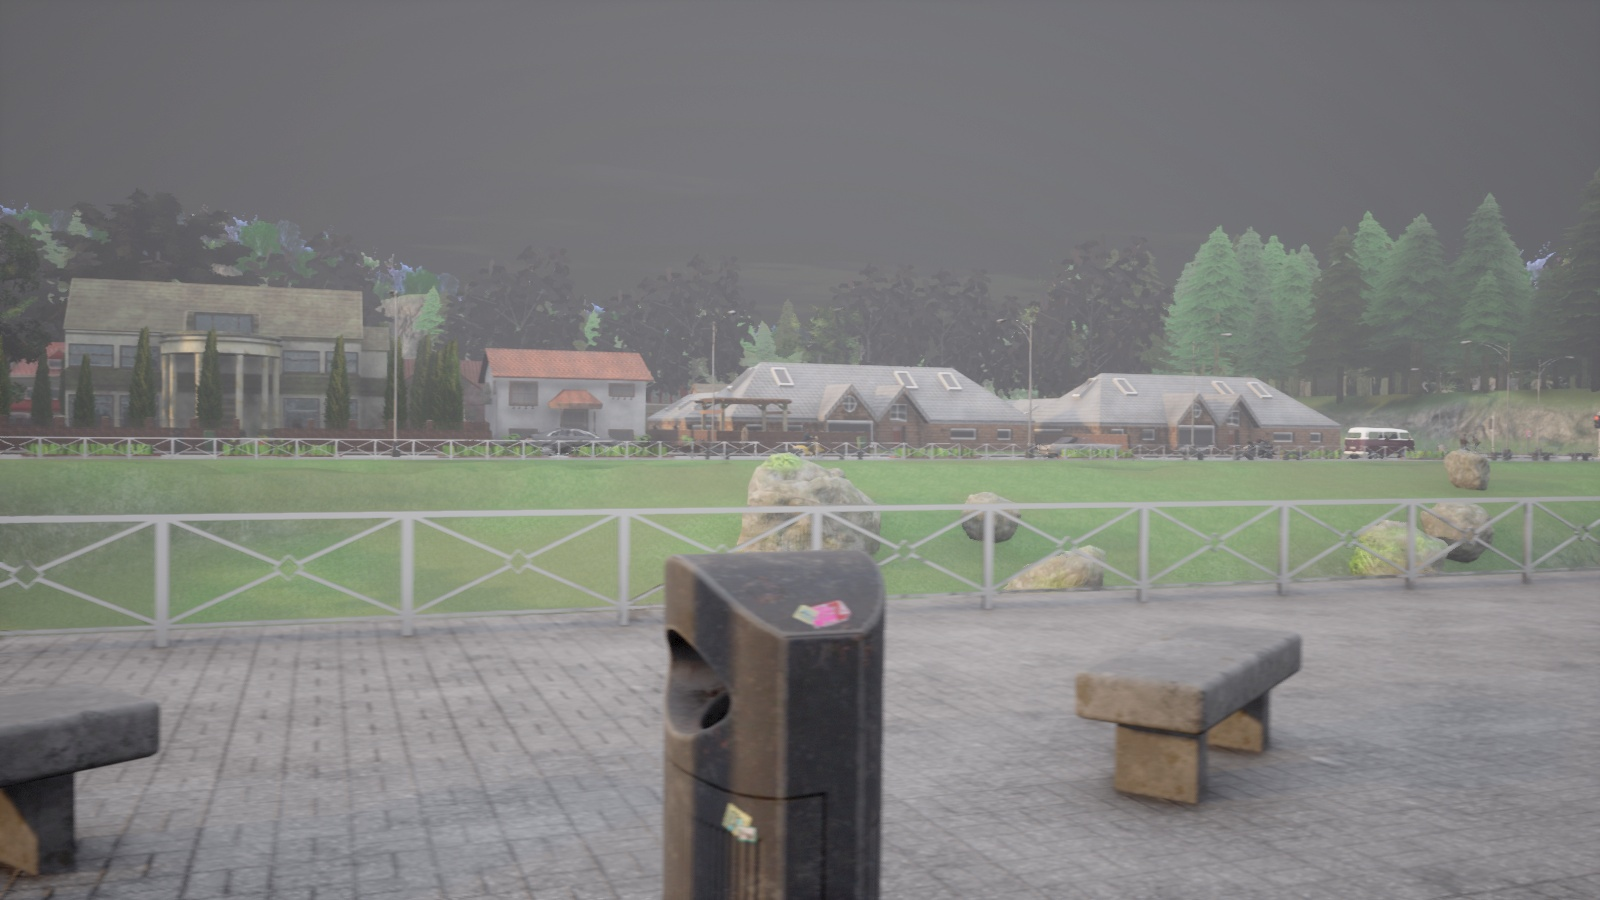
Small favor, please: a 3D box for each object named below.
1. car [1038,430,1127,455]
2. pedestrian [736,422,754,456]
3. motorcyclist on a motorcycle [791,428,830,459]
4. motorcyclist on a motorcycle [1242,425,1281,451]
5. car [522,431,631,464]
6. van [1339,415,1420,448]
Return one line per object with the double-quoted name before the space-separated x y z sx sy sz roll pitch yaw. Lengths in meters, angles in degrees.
"car" 16.102 -0.440 71.567 4.718 1.301 1.895 -1 1 -21
"pedestrian" -3.233 -0.657 73.734 0.873 1.952 0.659 -1 1 -15
"motorcyclist on a motorcycle" 0.549 -0.323 65.664 1.817 1.590 0.866 -1 1 -21
"motorcyclist on a motorcycle" 27.980 -0.707 76.072 2.191 1.530 0.866 -1 1 -21
"car" -10.909 -0.126 61.316 4.902 1.511 2.128 -1 1 -21
"van" 36.615 -1.166 79.346 4.480 2.038 2.069 -1 1 -21
